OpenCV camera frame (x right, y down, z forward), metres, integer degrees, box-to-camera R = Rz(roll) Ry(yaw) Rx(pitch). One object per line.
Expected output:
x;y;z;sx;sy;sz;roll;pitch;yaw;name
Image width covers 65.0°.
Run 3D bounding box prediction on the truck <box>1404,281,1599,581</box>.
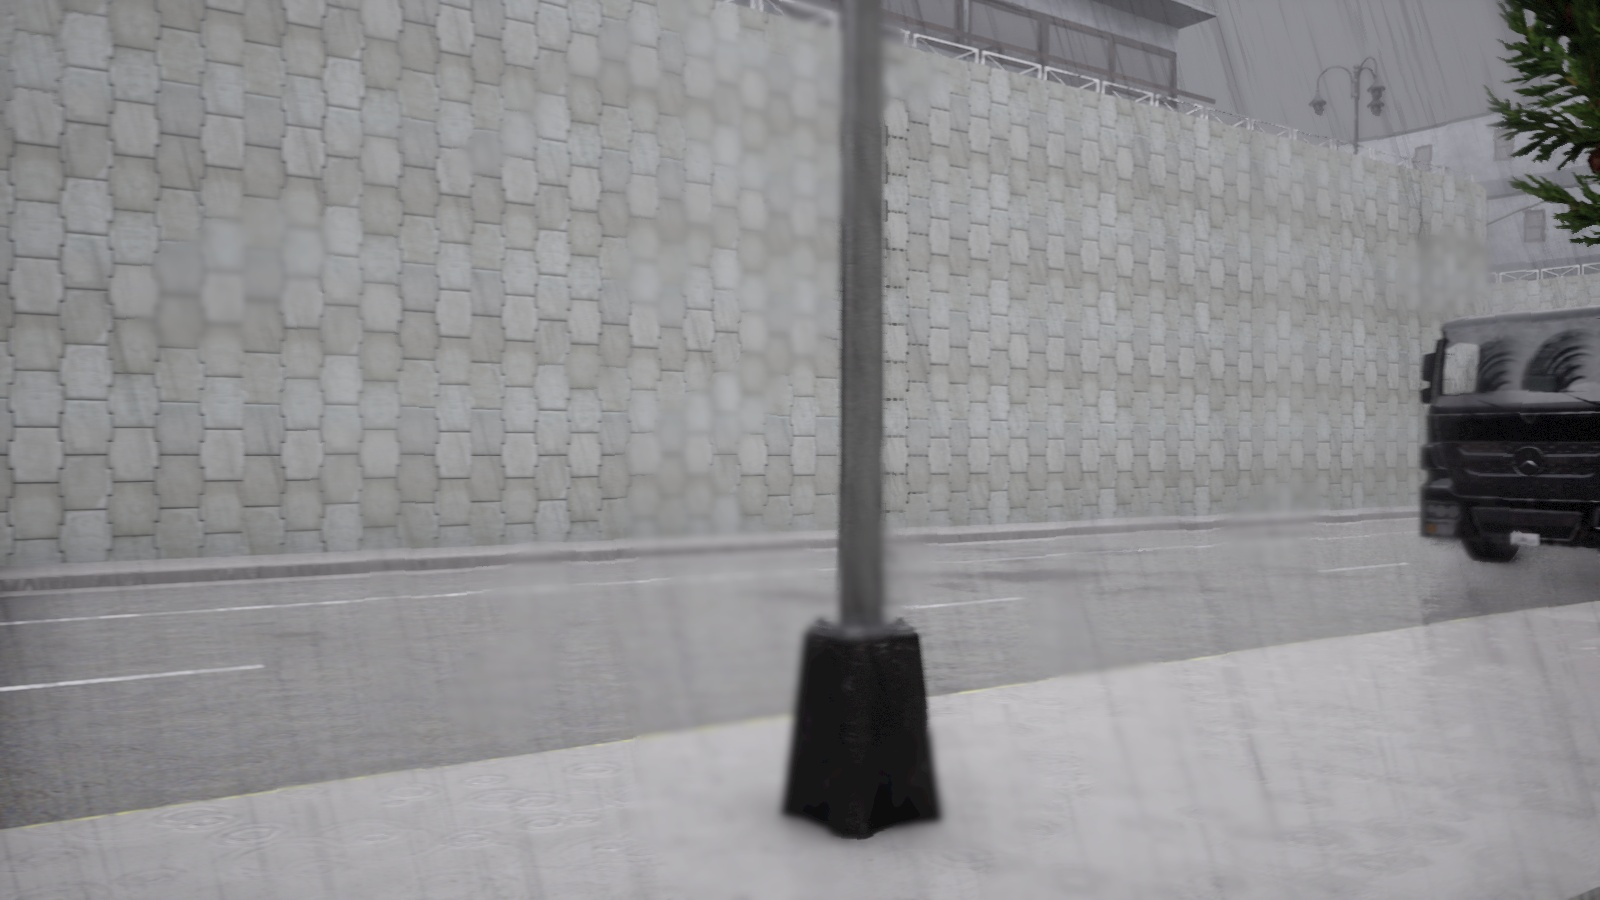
11.976;-0.220;17.481;7.936;3.462;2.891;0;0;-35;truck
